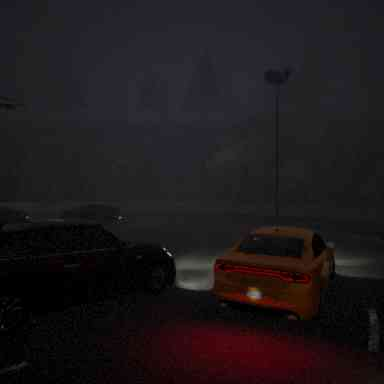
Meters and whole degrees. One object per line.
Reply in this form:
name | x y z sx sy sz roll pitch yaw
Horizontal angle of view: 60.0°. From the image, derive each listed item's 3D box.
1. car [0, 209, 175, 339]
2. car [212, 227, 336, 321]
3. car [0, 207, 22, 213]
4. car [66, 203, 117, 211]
car | -2.480 1.389 6.997 2.097 1.767 4.553 0 -1 44
car | 2.119 1.544 7.643 1.882 1.535 5.008 1 0 26
car | -12.952 1.653 21.765 4.181 1.385 1.994 0 -1 -12
car | -7.723 1.648 25.449 4.892 1.490 1.837 0 -2 14
